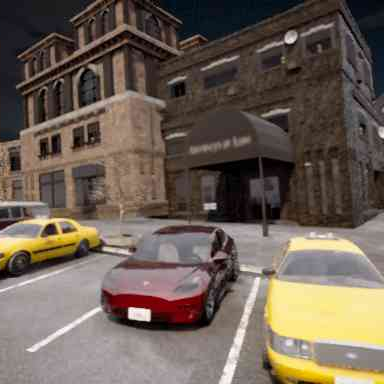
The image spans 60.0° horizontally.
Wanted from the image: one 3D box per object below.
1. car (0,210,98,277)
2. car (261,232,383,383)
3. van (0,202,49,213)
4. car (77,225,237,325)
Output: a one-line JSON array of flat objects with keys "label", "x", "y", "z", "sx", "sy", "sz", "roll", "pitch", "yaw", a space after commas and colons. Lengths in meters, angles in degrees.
[{"label": "car", "x": -5.078, "y": 1.558, "z": 10.863, "sx": 1.946, "sy": 1.575, "sz": 5.366, "roll": 0, "pitch": -1, "yaw": 16}, {"label": "car", "x": 2.216, "y": 1.497, "z": 5.636, "sx": 1.946, "sy": 1.575, "sz": 5.366, "roll": 0, "pitch": -1, "yaw": 16}, {"label": "van", "x": -7.489, "y": 1.367, "z": 12.680, "sx": 1.878, "sy": 1.987, "sz": 4.442, "roll": 0, "pitch": -1, "yaw": 16}, {"label": "car", "x": -0.173, "y": 1.547, "z": 7.524, "sx": 2.163, "sy": 1.488, "sz": 4.792, "roll": 0, "pitch": -1, "yaw": 16}]
